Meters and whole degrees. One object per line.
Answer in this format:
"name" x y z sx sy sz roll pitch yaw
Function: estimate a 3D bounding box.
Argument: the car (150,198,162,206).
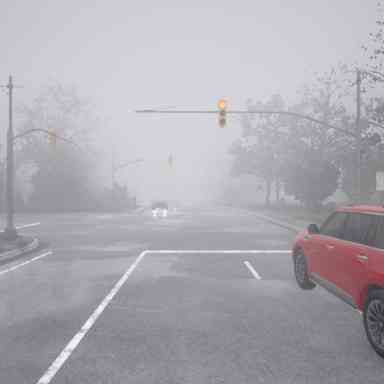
"car" -7.429 2.040 68.935 1.882 1.535 5.008 0 -1 -13

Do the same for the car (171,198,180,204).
"car" -4.644 2.316 83.176 1.882 1.535 5.008 0 -1 -22

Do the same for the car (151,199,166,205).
"car" -8.353 2.406 83.038 2.033 1.411 5.357 0 -1 -25

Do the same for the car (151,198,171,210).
"car" -4.138 1.640 43.312 1.994 1.385 4.181 0 -1 -3

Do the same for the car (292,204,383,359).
"car" 3.590 1.221 6.053 2.150 2.045 5.566 0 0 0

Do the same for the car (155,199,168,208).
"car" -5.065 1.846 54.663 1.895 1.301 4.718 0 -1 -7
